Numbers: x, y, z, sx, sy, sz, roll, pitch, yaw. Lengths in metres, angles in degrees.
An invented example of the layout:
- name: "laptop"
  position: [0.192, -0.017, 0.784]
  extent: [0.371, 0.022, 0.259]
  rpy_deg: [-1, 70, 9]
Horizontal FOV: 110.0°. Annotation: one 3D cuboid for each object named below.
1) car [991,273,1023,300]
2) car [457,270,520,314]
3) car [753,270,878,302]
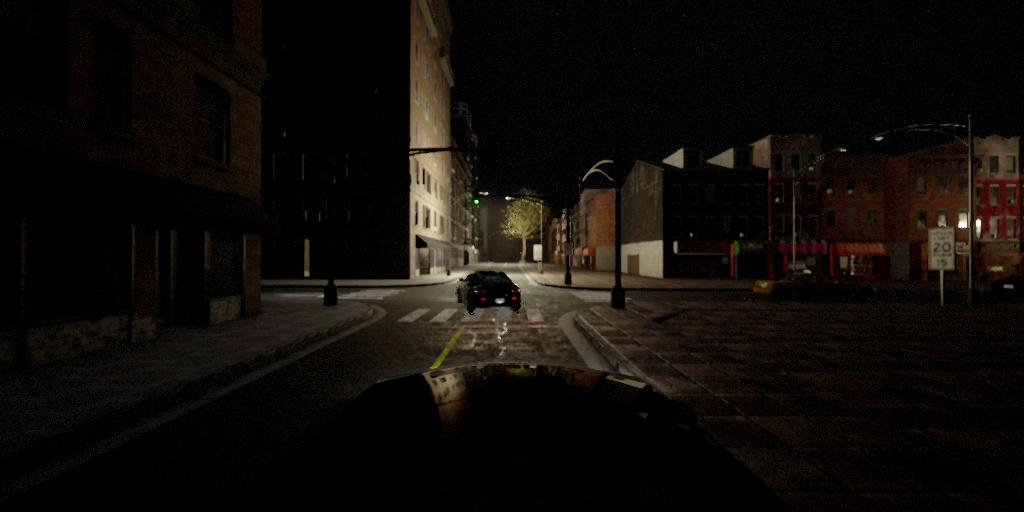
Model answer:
- name: "car"
  position: [24.947, 1.458, 16.511]
  extent: [4.313, 1.339, 1.948]
  rpy_deg: [0, 0, 0]
- name: "car"
  position: [-0.992, 1.270, 13.775]
  extent: [1.812, 1.442, 4.674]
  rpy_deg: [0, 0, -15]
- name: "car"
  position: [13.866, 1.341, 16.486]
  extent: [4.829, 1.417, 1.751]
  rpy_deg: [0, 0, 0]
